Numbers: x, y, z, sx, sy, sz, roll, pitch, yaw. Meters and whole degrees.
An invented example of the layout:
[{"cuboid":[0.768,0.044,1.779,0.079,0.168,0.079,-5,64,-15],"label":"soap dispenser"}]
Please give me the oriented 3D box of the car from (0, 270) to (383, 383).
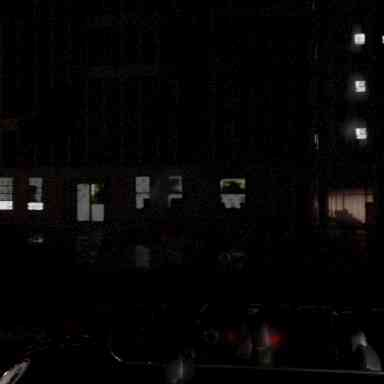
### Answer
[{"cuboid":[0.304,1.504,3.130,4.097,1.590,1.967,0,-2,6],"label":"car"}]
